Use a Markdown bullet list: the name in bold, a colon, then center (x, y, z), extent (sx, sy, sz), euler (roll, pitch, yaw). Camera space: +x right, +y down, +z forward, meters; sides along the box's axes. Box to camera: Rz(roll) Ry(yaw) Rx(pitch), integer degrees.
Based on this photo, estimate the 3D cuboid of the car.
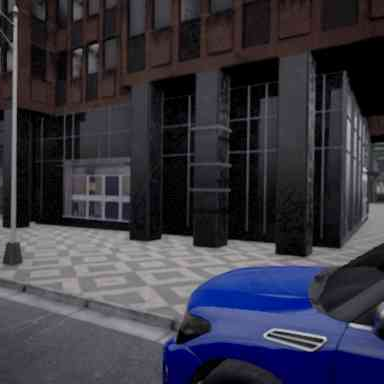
- **car**: center (2.435, 1.223, 2.515), extent (5.566, 2.045, 2.150), euler (0, 0, 31)
